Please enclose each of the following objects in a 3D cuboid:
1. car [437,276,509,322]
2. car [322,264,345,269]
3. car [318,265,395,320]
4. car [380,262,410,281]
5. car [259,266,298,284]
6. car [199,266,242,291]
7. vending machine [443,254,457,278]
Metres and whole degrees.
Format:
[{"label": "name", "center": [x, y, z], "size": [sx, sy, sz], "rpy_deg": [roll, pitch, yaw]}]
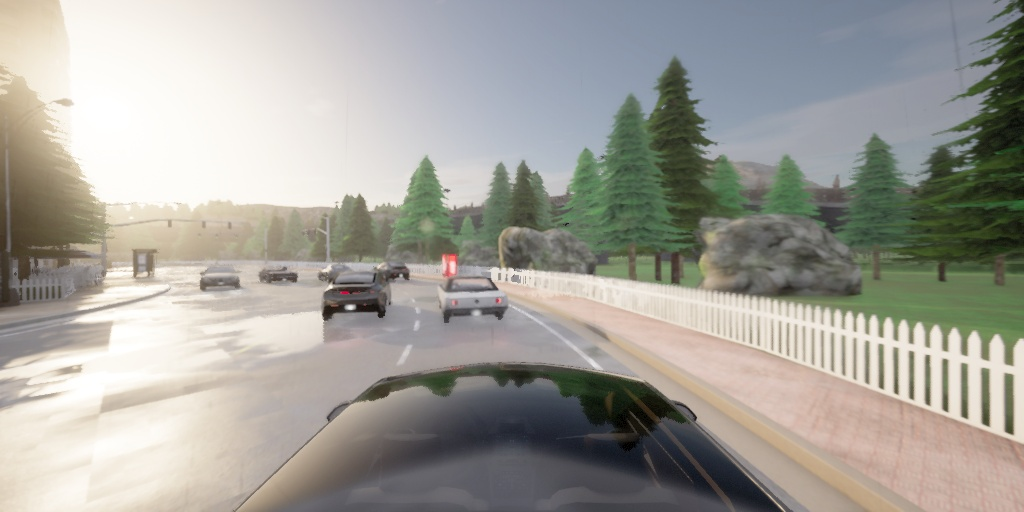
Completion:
[{"label": "car", "center": [-1.532, 1.315, 12.256], "size": [1.895, 1.301, 4.718], "rpy_deg": [-1, 0, -14]}, {"label": "car", "center": [-13.784, 1.324, 28.179], "size": [1.994, 1.385, 4.181], "rpy_deg": [-1, 0, -40]}, {"label": "car", "center": [-5.366, 1.254, 12.801], "size": [1.837, 1.490, 4.892], "rpy_deg": [0, 0, -16]}, {"label": "car", "center": [-9.765, 1.221, 28.788], "size": [1.837, 1.490, 4.892], "rpy_deg": [0, 0, -37]}, {"label": "car", "center": [-17.827, 1.406, 27.346], "size": [1.895, 1.301, 4.718], "rpy_deg": [-1, 0, -43]}, {"label": "car", "center": [-18.531, 1.360, 22.807], "size": [1.812, 1.442, 4.674], "rpy_deg": [-1, 0, -40]}, {"label": "vending machine", "center": [-5.064, 0.862, 29.323], "size": [1.100, 2.100, 0.880], "rpy_deg": [0, 0, -35]}]
